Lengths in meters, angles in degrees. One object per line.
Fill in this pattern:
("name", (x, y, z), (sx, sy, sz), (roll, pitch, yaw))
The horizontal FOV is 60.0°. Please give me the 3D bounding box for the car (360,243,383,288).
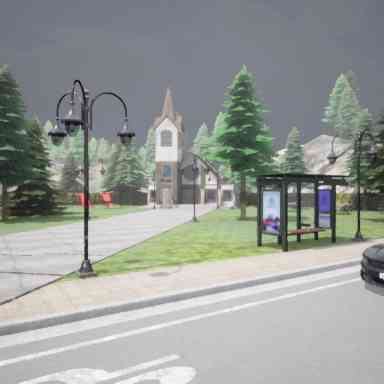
("car", (6.237, 1.482, 7.988), (5.008, 1.535, 1.882), (0, 0, -27))
